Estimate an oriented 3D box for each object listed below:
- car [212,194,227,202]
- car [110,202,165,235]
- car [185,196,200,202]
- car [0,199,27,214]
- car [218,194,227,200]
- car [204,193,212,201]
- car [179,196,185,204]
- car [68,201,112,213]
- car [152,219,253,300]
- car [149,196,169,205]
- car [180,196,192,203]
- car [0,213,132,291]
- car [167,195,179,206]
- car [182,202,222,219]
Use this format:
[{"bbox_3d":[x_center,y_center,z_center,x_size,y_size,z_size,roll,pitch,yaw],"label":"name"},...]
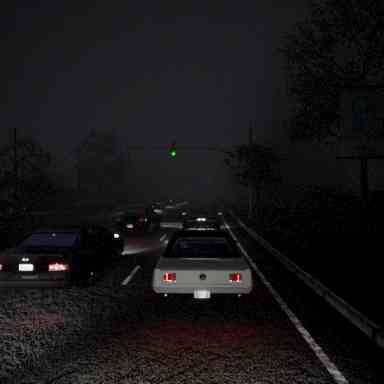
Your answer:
[{"bbox_3d":[6.277,1.548,76.636,1.994,1.385,4.181,0,0,9],"label":"car"},{"bbox_3d":[-2.938,1.525,18.902,1.812,1.442,4.674,0,0,4],"label":"car"},{"bbox_3d":[0.374,1.600,59.041,1.895,1.301,4.718,0,0,7],"label":"car"},{"bbox_3d":[-20.172,1.491,35.490,4.902,1.511,2.128,0,0,6],"label":"car"},{"bbox_3d":[7.936,1.346,86.342,1.882,1.535,5.008,0,0,11],"label":"car"},{"bbox_3d":[4.435,1.225,86.646,2.150,2.045,5.566,0,0,11],"label":"car"},{"bbox_3d":[-2.808,1.505,63.019,1.837,1.490,4.892,0,0,8],"label":"car"},{"bbox_3d":[-10.446,1.601,35.238,4.718,1.301,1.895,0,0,-3],"label":"car"},{"bbox_3d":[0.228,1.601,8.356,1.895,1.301,4.718,0,0,1],"label":"car"},{"bbox_3d":[-4.853,1.601,45.180,1.895,1.301,4.718,0,0,5],"label":"car"},{"bbox_3d":[-1.379,1.552,72.976,1.994,1.385,4.181,0,0,8],"label":"car"},{"bbox_3d":[-3.261,1.547,9.128,2.033,1.411,5.357,0,0,1],"label":"car"},{"bbox_3d":[-3.918,1.352,54.101,2.097,1.767,4.553,0,0,7],"label":"car"},{"bbox_3d":[0.520,1.506,17.742,1.837,1.490,4.892,0,0,2],"label":"car"}]
